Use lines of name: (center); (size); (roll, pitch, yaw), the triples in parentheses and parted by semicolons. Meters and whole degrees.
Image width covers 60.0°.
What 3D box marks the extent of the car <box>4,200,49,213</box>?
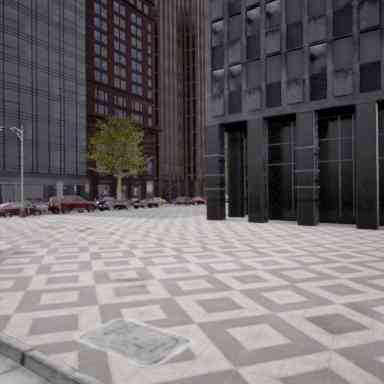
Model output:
car: (-19.189, 1.642, 38.781); (1.947, 1.339, 4.313); (-1, 0, 35)

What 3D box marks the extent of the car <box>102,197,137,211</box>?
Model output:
car: (-8.972, 1.524, 38.590); (1.947, 1.339, 4.313); (-1, 0, 35)

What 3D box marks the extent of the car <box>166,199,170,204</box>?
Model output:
car: (-6.496, 1.544, 57.222); (1.752, 1.417, 4.829); (-1, 0, 35)

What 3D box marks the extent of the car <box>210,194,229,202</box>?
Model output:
car: (6.389, 1.296, 75.945); (2.192, 1.841, 5.009); (-1, 0, 35)

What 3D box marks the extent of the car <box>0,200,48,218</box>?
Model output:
car: (-15.366, 1.576, 29.300); (1.802, 1.307, 4.206); (-1, 0, 35)

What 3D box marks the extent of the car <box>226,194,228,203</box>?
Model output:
car: (3.814, 1.222, 57.170); (2.192, 1.841, 5.009); (-1, 0, 35)

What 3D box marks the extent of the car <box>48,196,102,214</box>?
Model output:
car: (-12.171, 1.290, 33.946); (2.192, 1.841, 5.009); (-1, 0, 35)

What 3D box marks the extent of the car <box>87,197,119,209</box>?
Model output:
car: (-12.796, 1.484, 48.072); (1.967, 1.590, 4.097); (-1, 0, 35)

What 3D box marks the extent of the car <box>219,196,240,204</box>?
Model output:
car: (7.013, 1.463, 61.813); (1.947, 1.339, 4.313); (-1, 0, 35)

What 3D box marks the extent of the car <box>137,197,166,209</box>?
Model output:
car: (-5.775, 1.509, 43.234); (1.947, 1.339, 4.313); (-1, 0, 35)

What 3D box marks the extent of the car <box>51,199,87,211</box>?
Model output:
car: (-15.991, 1.642, 43.426); (1.802, 1.307, 4.206); (-1, 0, 35)

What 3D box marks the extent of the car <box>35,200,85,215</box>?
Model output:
car: (-14.074, 1.605, 35.691); (1.895, 1.301, 4.718); (-1, 0, 34)

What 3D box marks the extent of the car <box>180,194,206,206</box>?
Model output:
car: (0.619, 1.462, 52.524); (1.887, 1.381, 4.507); (-1, 0, 35)

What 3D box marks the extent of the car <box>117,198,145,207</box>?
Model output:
car: (-9.596, 1.613, 52.717); (1.802, 1.307, 4.206); (-1, 0, 35)

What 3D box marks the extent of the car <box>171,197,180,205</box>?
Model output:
car: (-0.559, 1.493, 55.408); (2.033, 1.411, 5.357); (-1, 0, 35)

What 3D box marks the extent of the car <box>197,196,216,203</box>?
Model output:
car: (3.193, 1.534, 71.299); (1.887, 1.381, 4.507); (-1, 0, 35)
